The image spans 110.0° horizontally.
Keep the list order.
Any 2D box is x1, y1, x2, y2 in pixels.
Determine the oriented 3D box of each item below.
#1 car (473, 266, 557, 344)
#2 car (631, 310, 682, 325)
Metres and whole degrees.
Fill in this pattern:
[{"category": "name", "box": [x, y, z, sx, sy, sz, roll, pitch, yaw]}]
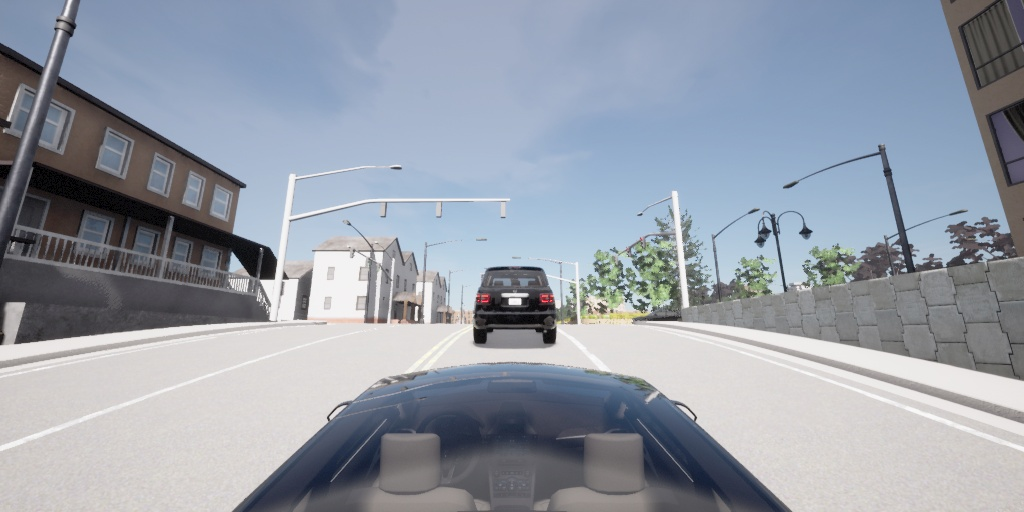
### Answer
[{"category": "car", "box": [0.081, 1.502, 11.187, 2.150, 2.045, 5.566, 0, -7, 0]}, {"category": "car", "box": [13.120, 5.587, 31.718, 5.008, 1.535, 1.882, 0, -12, 1]}]
